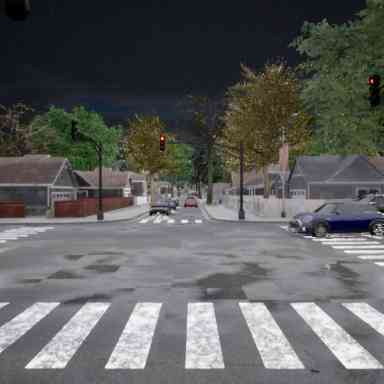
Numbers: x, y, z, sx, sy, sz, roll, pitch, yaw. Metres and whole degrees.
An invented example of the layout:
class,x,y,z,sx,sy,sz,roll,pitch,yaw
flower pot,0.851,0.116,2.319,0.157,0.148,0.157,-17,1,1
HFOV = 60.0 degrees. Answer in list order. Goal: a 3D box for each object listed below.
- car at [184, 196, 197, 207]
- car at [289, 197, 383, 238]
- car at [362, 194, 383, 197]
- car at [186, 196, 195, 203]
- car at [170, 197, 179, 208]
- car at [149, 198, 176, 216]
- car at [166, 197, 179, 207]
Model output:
class,x,y,z,sx,sy,sz,roll,pitch,yaw
car,-0.182,1.603,51.513,1.994,1.385,4.181,0,0,0
car,7.284,1.297,16.858,4.553,1.767,2.097,0,0,-6
car,11.408,1.143,20.505,5.566,2.045,2.150,0,0,0
car,-0.321,1.571,73.379,1.837,1.490,4.892,0,0,0
car,-3.013,1.592,42.768,1.994,1.385,4.181,0,0,0
car,-3.032,1.566,32.879,2.033,1.411,5.357,0,0,0
car,-3.032,1.566,53.018,1.812,1.442,4.674,0,0,0
